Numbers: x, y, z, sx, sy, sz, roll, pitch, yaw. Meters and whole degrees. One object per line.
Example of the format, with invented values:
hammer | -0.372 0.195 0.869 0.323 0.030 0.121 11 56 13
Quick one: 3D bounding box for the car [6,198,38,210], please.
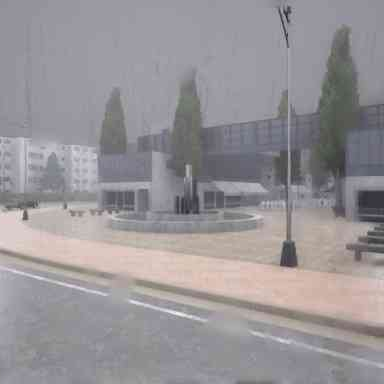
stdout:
car | -21.859 1.491 43.015 2.128 1.511 4.902 0 0 5
